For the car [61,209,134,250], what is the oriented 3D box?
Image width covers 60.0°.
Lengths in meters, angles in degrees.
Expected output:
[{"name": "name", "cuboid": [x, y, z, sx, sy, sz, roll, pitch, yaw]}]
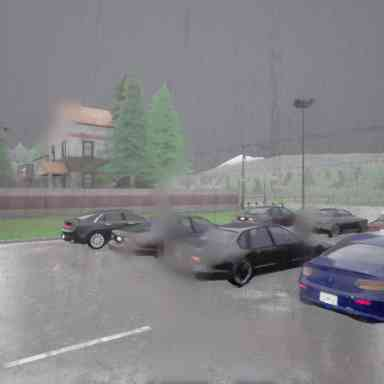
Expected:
[{"name": "car", "cuboid": [-3.069, 1.505, 14.461, 4.892, 1.490, 1.837, 0, 0, -35]}]

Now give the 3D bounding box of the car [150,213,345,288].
[{"name": "car", "cuboid": [1.754, 1.548, 9.294, 5.357, 1.411, 2.033, 0, 0, -35]}]

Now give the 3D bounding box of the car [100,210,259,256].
[{"name": "car", "cuboid": [-0.292, 1.548, 12.135, 5.357, 1.411, 2.033, 0, 0, -36]}]

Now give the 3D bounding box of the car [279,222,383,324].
[{"name": "car", "cuboid": [4.047, 1.526, 6.625, 4.674, 1.442, 1.812, 0, 0, -35]}]

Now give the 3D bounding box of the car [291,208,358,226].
[{"name": "car", "cuboid": [7.583, 1.564, 17.755, 4.181, 1.385, 1.994, 0, 0, -35]}]

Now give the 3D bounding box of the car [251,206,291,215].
[{"name": "car", "cuboid": [4.889, 1.548, 20.128, 5.357, 1.411, 2.033, 0, 0, -35]}]

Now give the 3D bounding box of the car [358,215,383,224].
[{"name": "car", "cuboid": [9.606, 1.564, 14.894, 4.181, 1.385, 1.994, 0, 0, -35]}]
